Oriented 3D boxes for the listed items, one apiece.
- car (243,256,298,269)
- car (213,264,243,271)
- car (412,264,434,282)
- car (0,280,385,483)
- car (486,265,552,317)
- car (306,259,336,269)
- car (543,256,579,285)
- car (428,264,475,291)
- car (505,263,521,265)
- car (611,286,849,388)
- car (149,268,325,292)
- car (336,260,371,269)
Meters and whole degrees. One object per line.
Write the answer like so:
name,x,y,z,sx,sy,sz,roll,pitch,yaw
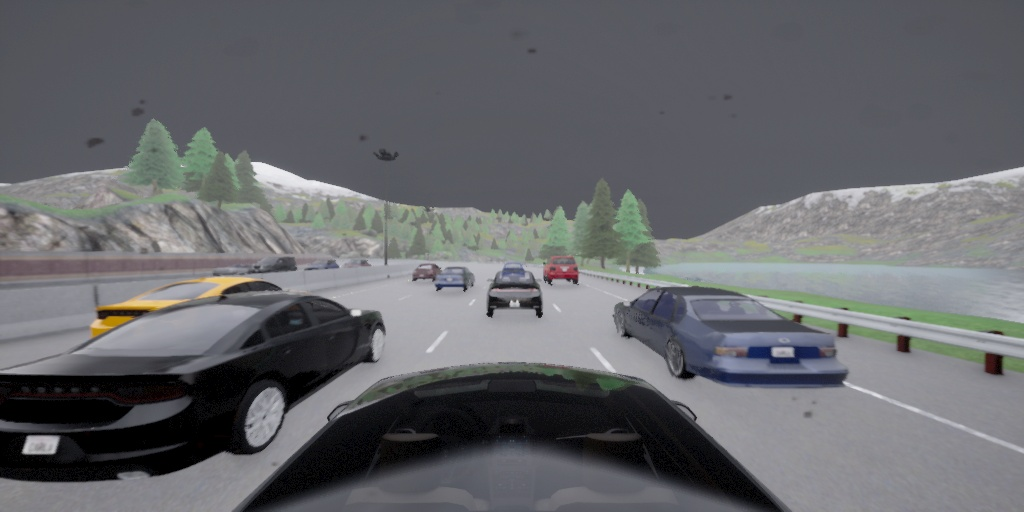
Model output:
car,-24.666,1.053,37.299,2.150,2.045,5.566,0,0,-1
car,-28.158,1.431,36.854,1.895,1.301,4.718,0,0,-1
car,-6.903,1.341,29.782,1.812,1.442,4.674,0,0,0
car,-3.449,1.235,5.122,1.882,1.535,5.008,0,0,1
car,0.092,1.270,13.391,2.128,1.511,4.902,0,0,0
car,-21.289,1.190,40.400,2.097,1.767,4.553,0,0,-2
car,3.595,1.033,27.041,2.150,2.045,5.566,0,0,0
car,-3.428,1.346,22.223,2.033,1.411,5.357,0,0,0
car,0.101,1.296,30.875,1.882,1.535,5.008,0,0,0
car,3.566,1.311,7.211,2.033,1.411,5.357,0,0,0
car,-6.925,1.244,8.877,1.882,1.535,5.008,0,0,0
car,-17.819,1.192,41.052,2.097,1.767,4.553,0,0,-3
